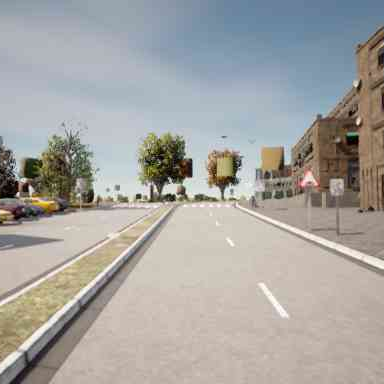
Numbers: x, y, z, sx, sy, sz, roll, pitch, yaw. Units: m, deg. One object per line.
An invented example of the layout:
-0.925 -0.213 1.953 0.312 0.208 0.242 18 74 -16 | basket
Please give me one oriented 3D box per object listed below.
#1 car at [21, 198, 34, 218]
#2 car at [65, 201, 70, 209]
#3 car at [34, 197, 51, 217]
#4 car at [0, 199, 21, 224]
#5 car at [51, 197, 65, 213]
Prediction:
-14.417 1.350 23.862 4.792 1.488 2.163 0 0 0 | car
-14.368 1.224 32.120 4.892 1.521 2.231 0 1 0 | car
-14.390 1.290 26.613 4.892 1.521 2.231 0 1 0 | car
-14.207 1.342 21.102 5.366 1.575 1.946 0 0 0 | car
-14.374 1.257 29.366 5.008 1.535 2.097 0 1 0 | car
